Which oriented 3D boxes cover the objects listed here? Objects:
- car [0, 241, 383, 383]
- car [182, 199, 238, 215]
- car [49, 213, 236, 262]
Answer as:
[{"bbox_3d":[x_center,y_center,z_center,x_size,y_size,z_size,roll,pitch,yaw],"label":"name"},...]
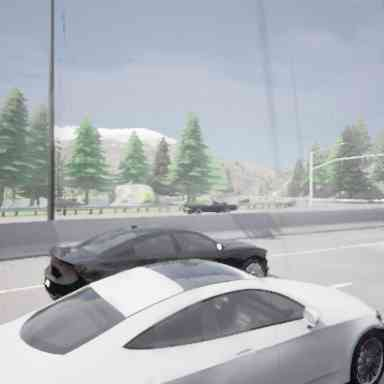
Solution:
[{"bbox_3d":[0.205,1.512,3.628,4.674,1.442,1.812,0,0,-33],"label":"car"},{"bbox_3d":[1.525,1.306,28.782,4.718,1.301,1.895,0,0,-29],"label":"car"},{"bbox_3d":[-0.483,1.449,7.275,5.008,1.535,1.882,0,0,-33],"label":"car"}]
